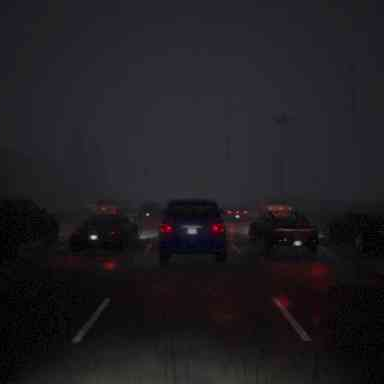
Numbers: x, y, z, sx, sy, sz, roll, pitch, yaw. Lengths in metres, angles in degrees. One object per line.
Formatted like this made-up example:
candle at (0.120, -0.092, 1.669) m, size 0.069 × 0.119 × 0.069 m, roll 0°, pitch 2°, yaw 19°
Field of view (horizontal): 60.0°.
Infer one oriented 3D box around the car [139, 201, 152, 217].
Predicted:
car at (-3.459, 1.506, 28.536) m, size 1.837 × 1.490 × 4.892 m, roll 0°, pitch 0°, yaw 0°

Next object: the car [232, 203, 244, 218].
car at (3.537, 1.600, 27.910) m, size 1.895 × 1.301 × 4.718 m, roll 0°, pitch 0°, yaw 1°

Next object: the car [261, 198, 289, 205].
car at (7.041, 1.350, 28.422) m, size 2.097 × 1.767 × 4.553 m, roll 0°, pitch 0°, yaw 0°

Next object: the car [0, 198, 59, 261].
car at (-6.968, 1.224, 12.380) m, size 2.150 × 2.045 × 5.566 m, roll 0°, pitch 0°, yaw 1°

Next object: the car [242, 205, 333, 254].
car at (3.542, 1.491, 13.508) m, size 2.128 × 1.511 × 4.902 m, roll 0°, pitch 0°, yaw 0°

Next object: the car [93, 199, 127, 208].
car at (-6.959, 1.352, 28.425) m, size 2.097 × 1.767 × 4.553 m, roll 0°, pitch 0°, yaw 0°

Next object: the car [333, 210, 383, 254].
car at (7.042, 1.505, 13.543) m, size 1.837 × 1.490 × 4.892 m, roll 0°, pitch 0°, yaw 0°

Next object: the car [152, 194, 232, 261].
car at (0.031, 1.223, 12.349) m, size 2.150 × 2.045 × 5.566 m, roll 0°, pitch 0°, yaw 0°

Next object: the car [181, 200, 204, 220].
car at (0.048, 1.525, 29.209) m, size 1.812 × 1.442 × 4.674 m, roll 0°, pitch 0°, yaw 1°

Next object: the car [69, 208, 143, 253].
car at (-3.455, 1.565, 13.751) m, size 1.994 × 1.385 × 4.181 m, roll 0°, pitch 0°, yaw 1°
